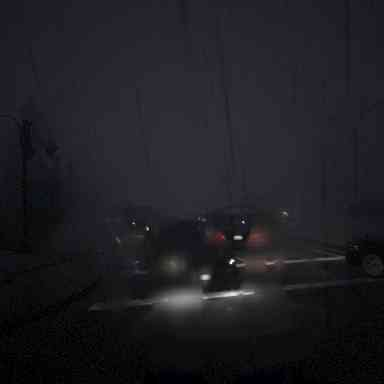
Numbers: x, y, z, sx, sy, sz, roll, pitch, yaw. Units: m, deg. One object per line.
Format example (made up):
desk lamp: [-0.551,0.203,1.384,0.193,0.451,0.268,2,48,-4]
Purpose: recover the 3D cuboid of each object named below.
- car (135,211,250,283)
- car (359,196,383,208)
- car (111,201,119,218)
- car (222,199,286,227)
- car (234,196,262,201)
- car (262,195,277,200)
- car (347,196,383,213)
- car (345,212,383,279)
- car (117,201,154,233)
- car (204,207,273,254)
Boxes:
car: [-0.370,1.543,10.122,2.033,1.411,5.357,0,0,-15]
car: [23.875,1.273,43.219,1.845,1.501,3.633,0,0,-17]
car: [-6.280,1.515,30.103,2.033,1.411,5.357,0,0,-17]
car: [2.839,1.467,19.909,5.357,1.411,2.033,-3,1,-15]
car: [7.327,1.287,46.177,2.007,1.523,4.514,0,0,-17]
car: [10.314,1.277,47.135,2.152,1.636,5.027,0,0,-17]
car: [15.578,1.356,29.226,1.970,1.475,3.806,0,0,-17]
car: [6.534,1.475,8.257,5.008,1.535,1.882,0,0,39]
car: [-3.111,1.529,19.954,2.033,1.411,5.357,0,0,-17]
car: [1.348,1.538,13.403,2.033,1.411,5.357,0,0,-4]
